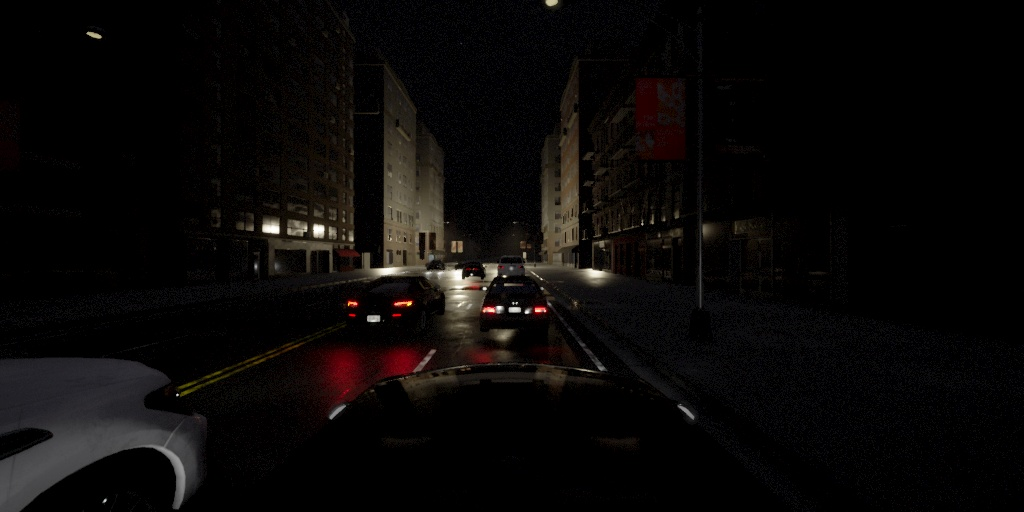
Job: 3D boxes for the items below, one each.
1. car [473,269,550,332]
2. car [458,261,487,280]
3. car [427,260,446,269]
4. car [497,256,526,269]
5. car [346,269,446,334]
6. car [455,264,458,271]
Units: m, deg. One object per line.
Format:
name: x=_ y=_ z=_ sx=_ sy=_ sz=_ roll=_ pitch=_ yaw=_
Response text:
car: x=0.049 y=1.298 z=10.841 sx=2.033 sy=1.411 sz=5.357 roll=0 pitch=0 yaw=0
car: x=-3.323 y=1.268 z=31.716 sx=1.837 sy=1.490 sz=4.892 roll=0 pitch=0 yaw=-1
car: x=-10.109 y=1.283 z=48.089 sx=1.837 sy=1.490 sz=4.892 roll=0 pitch=0 yaw=0
car: x=-0.061 y=0.984 z=29.374 sx=2.150 sy=2.045 sz=5.566 roll=0 pitch=0 yaw=0
car: x=-3.200 y=1.277 z=10.558 sx=1.812 sy=1.442 sz=4.674 roll=0 pitch=0 yaw=0
car: x=-6.866 y=1.382 z=50.444 sx=1.895 sy=1.301 sz=4.718 roll=0 pitch=0 yaw=0
